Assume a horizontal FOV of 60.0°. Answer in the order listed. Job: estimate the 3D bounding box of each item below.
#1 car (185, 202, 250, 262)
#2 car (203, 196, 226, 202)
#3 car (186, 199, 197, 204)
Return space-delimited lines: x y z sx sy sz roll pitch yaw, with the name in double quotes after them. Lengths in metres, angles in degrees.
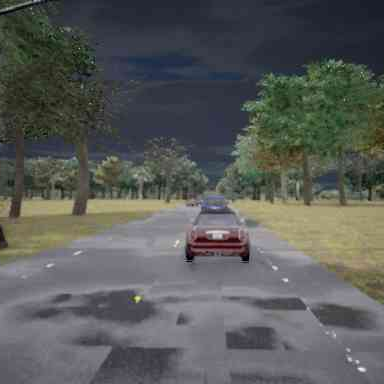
0.946 1.413 12.536 2.097 1.767 4.553 0 0 4 "car"
1.765 1.357 26.443 2.150 2.045 5.566 0 0 4 "car"
0.019 1.921 57.303 1.994 1.385 4.181 0 0 4 "car"
